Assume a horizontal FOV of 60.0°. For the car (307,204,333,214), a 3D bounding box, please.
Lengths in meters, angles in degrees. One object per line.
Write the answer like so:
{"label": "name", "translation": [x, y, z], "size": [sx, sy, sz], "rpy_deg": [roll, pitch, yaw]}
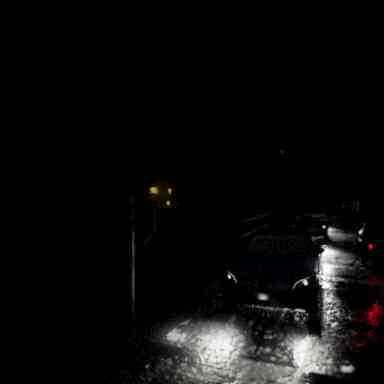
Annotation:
{"label": "car", "translation": [10.639, 1.859, 28.531], "size": [2.128, 1.511, 4.902], "rpy_deg": [-1, -1, 21]}

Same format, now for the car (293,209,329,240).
{"label": "car", "translation": [6.711, 1.851, 18.774], "size": [1.895, 1.301, 4.718], "rpy_deg": [-1, -1, 22]}

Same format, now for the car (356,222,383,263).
{"label": "car", "translation": [7.024, 1.726, 12.049], "size": [1.895, 1.301, 4.718], "rpy_deg": [-1, -1, 24]}

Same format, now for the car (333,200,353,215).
{"label": "car", "translation": [18.378, 1.832, 40.808], "size": [2.097, 1.767, 4.553], "rpy_deg": [-1, -1, 20]}

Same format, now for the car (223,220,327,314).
{"label": "car", "translation": [2.192, 1.651, 8.161], "size": [1.812, 1.442, 4.674], "rpy_deg": [-1, -1, 23]}
